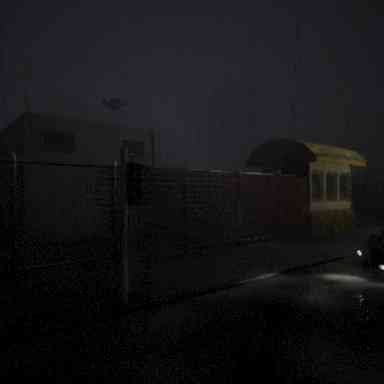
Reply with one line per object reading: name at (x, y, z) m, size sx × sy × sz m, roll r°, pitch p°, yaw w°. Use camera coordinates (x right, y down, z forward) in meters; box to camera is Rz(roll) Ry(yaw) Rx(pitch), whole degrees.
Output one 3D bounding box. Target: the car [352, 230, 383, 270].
car at (7.129, 1.603, 10.448) m, size 5.357 × 1.411 × 2.033 m, roll 0°, pitch -1°, yaw -39°
